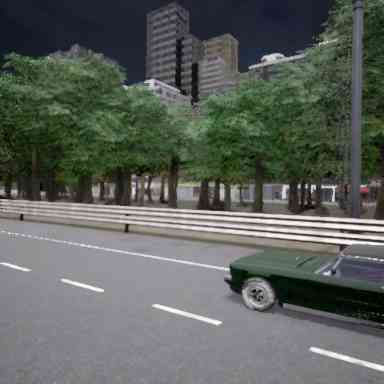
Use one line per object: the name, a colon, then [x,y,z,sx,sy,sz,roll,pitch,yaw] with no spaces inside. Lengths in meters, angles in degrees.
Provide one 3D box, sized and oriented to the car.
car: [2.988,1.615,6.014,4.718,1.301,1.895,1,0,35]
